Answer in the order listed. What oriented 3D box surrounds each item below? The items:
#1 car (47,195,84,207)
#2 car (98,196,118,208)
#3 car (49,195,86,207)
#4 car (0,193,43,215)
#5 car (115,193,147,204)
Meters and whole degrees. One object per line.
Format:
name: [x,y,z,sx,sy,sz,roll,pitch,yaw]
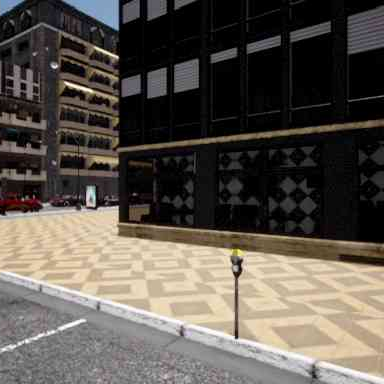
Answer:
car: [-16.141,1.073,42.654,1.802,1.307,4.206,1,2,35]
car: [-9.247,1.071,37.891,1.947,1.339,4.313,1,2,35]
car: [-14.674,1.081,40.265,1.994,1.385,4.181,0,1,35]
car: [-15.620,1.028,28.805,2.192,1.841,5.009,1,2,35]
car: [-8.869,0.852,48.509,1.812,1.442,4.674,0,1,35]
